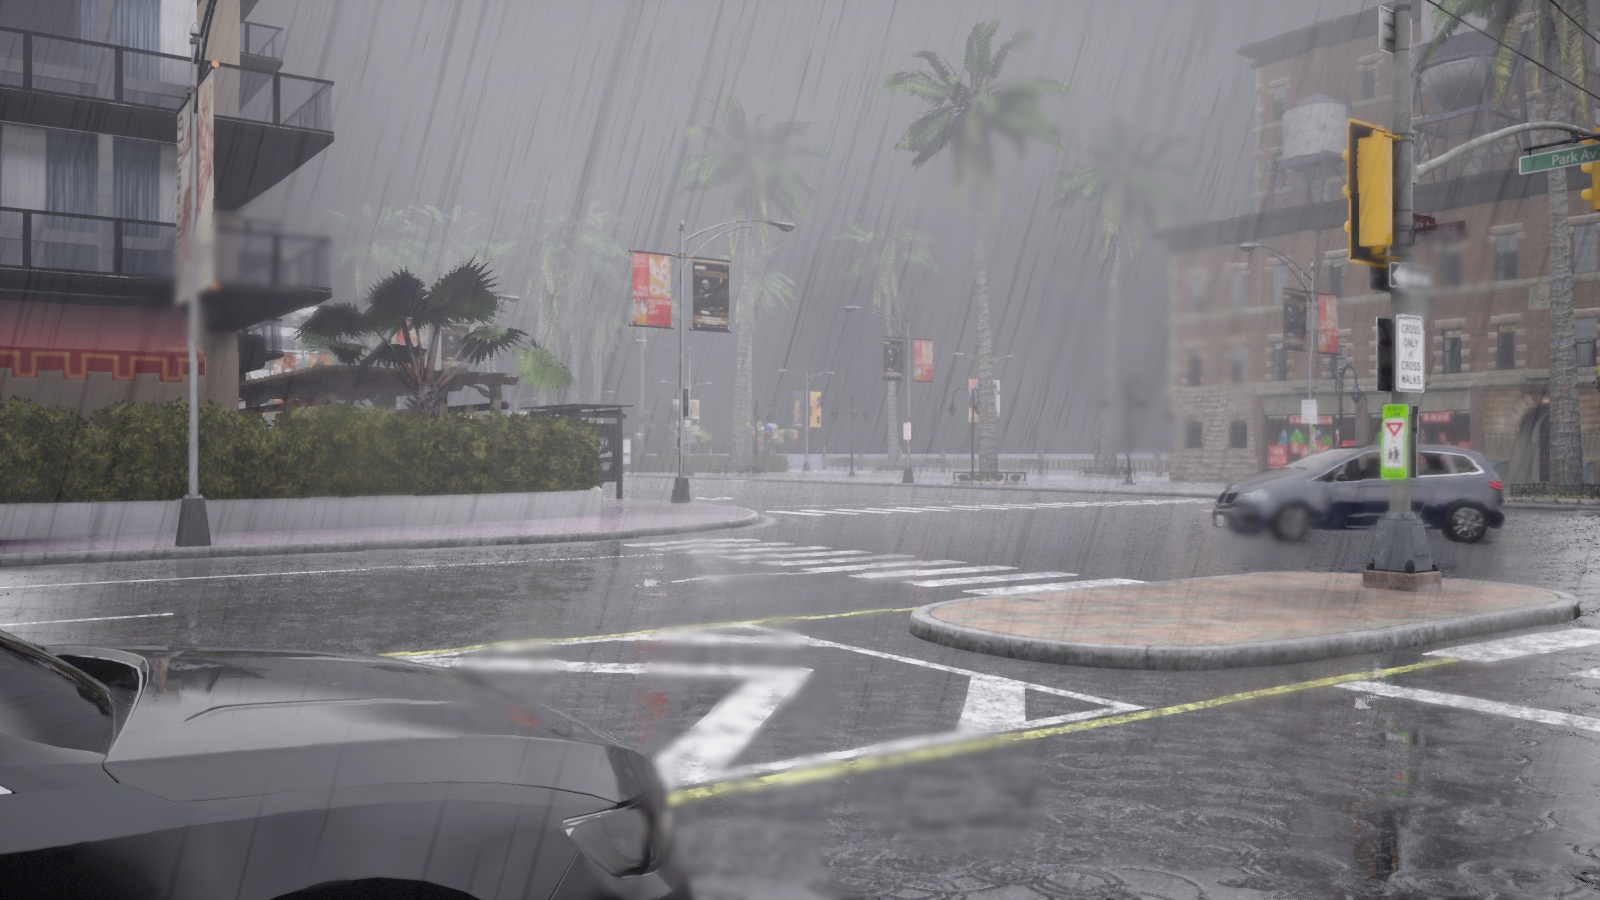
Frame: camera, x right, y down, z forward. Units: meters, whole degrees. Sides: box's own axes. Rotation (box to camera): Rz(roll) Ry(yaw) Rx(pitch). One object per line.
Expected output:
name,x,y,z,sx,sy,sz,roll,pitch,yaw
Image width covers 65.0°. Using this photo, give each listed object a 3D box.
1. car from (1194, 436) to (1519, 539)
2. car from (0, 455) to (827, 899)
car,9.493,0.622,21.722,4.611,1.667,2.242,0,0,-1
car,-2.478,0.760,1.933,4.892,1.490,1.837,0,0,-35
